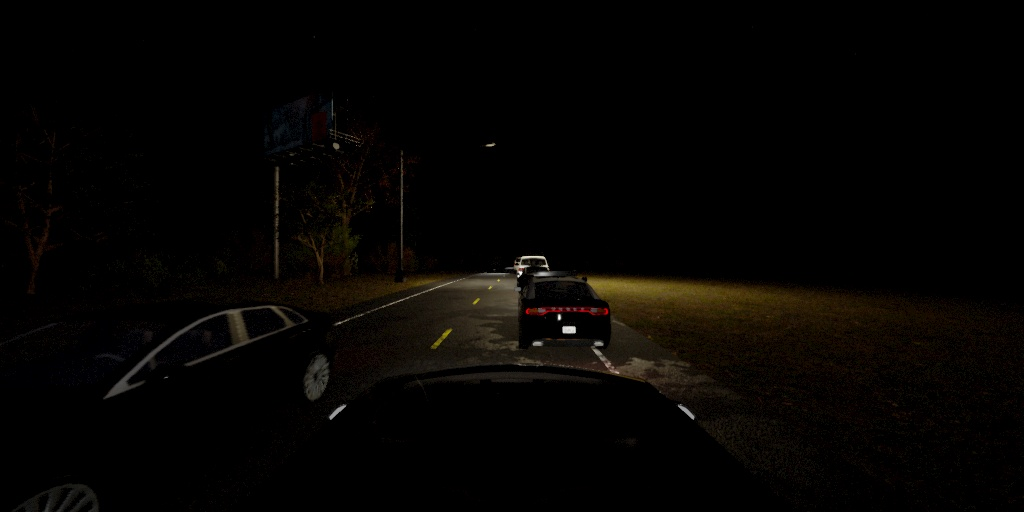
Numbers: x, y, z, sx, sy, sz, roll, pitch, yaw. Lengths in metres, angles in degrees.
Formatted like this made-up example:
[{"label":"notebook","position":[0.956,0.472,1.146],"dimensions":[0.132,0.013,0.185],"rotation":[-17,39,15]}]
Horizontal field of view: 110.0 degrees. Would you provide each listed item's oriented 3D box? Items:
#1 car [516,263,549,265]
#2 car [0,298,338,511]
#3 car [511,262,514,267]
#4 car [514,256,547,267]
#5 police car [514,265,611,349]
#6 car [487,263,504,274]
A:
[{"label":"car","position":[1.276,1.296,19.152],"dimensions":[1.837,1.490,4.892],"rotation":[0,0,1]},{"label":"car","position":[-3.575,1.242,3.512],"dimensions":[2.128,1.511,4.902],"rotation":[0,0,0]},{"label":"car","position":[1.392,1.202,46.506],"dimensions":[2.150,2.045,5.566],"rotation":[0,0,4]},{"label":"car","position":[1.445,1.044,25.161],"dimensions":[2.150,2.045,5.566],"rotation":[0,0,2]},{"label":"police car","position":[1.100,1.184,9.297],"dimensions":[1.930,1.638,5.238],"rotation":[0,0,1]},{"label":"car","position":[-2.098,1.548,46.776],"dimensions":[1.994,1.385,4.181],"rotation":[0,0,3]}]
